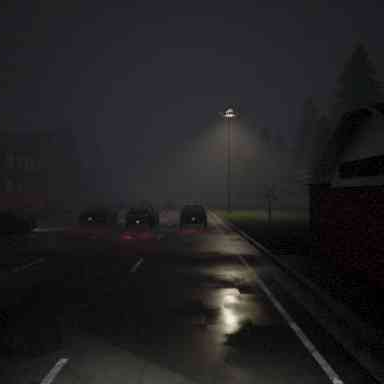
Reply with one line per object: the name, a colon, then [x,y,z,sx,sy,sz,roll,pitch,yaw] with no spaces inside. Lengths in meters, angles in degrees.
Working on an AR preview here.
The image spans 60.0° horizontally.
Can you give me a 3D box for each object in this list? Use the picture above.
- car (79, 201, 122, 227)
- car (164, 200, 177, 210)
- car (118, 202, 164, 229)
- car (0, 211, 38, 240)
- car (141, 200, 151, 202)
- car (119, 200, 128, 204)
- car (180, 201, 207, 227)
car: [-6.896,1.704,24.982,1.882,1.535,5.008,0,-1,0]
car: [-3.484,1.983,50.722,1.812,1.442,4.674,0,0,0]
car: [-3.396,1.703,23.347,2.128,1.511,4.902,0,-1,0]
car: [-10.397,1.711,17.988,2.033,1.411,5.357,0,-1,0]
car: [-6.981,1.965,50.803,1.837,1.490,4.892,0,0,0]
car: [-10.493,1.976,49.818,1.812,1.442,4.674,0,-1,0]
car: [0.104,1.704,24.988,1.882,1.535,5.008,0,-1,0]
